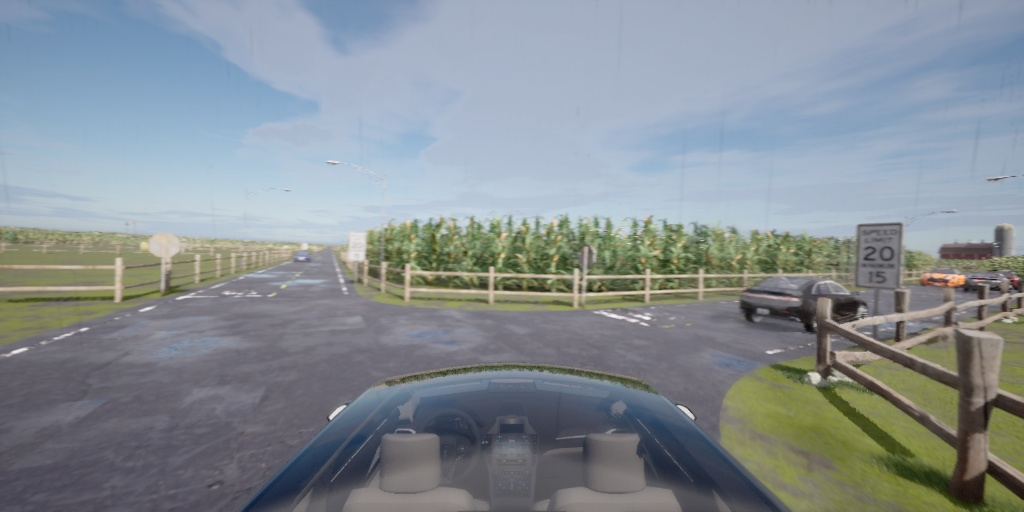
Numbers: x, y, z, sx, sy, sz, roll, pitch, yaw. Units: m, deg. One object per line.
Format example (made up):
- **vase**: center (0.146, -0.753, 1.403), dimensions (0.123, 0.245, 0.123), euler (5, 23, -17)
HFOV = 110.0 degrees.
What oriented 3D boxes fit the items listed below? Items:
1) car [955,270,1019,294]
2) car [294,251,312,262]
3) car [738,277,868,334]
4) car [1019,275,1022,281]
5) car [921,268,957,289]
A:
- **car**: center (35.384, 1.993, 26.669), dimensions (4.902, 1.511, 2.128), euler (1, 1, -31)
- **car**: center (-29.078, 0.079, 49.880), dimensions (1.812, 1.442, 4.674), euler (2, 0, -27)
- **car**: center (9.255, 1.408, 11.313), dimensions (4.902, 1.511, 2.128), euler (1, 1, -28)
- **car**: center (44.082, 2.036, 32.369), dimensions (4.553, 1.767, 2.097), euler (1, 1, -34)
- **car**: center (38.100, 1.862, 31.707), dimensions (4.553, 1.767, 2.097), euler (1, 1, -33)
